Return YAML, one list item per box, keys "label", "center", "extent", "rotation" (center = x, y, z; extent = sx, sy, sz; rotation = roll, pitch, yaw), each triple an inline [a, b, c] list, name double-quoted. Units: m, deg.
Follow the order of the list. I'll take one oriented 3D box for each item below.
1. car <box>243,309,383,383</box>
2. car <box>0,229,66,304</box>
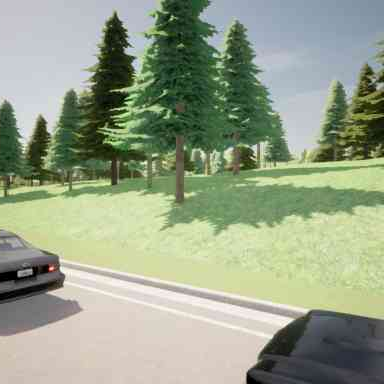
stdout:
- label: "car"
  center: [2.680, 1.601, 2.079]
  extent: [4.718, 1.301, 1.895]
  rotation: [0, 0, 36]
- label: "car"
  center: [-5.138, 1.547, 7.639]
  extent: [5.357, 1.411, 2.033]
  rotation: [0, 0, 36]
